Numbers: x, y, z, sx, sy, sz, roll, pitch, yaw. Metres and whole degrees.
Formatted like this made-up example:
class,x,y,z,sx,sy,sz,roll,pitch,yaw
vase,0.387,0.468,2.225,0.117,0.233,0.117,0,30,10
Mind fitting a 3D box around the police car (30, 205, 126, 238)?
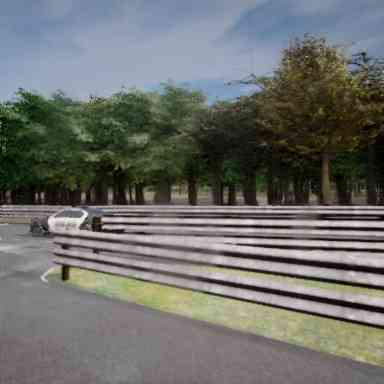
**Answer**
class,x,y,z,sx,sy,sz,roll,pitch,yaw
police car,-5.835,1.474,16.519,4.974,1.542,2.038,-1,-1,24
